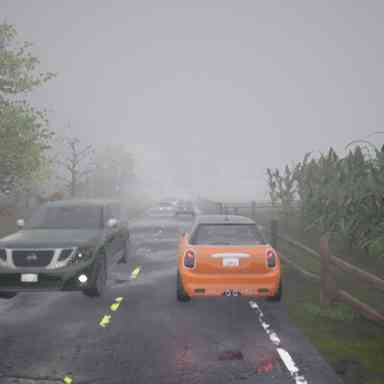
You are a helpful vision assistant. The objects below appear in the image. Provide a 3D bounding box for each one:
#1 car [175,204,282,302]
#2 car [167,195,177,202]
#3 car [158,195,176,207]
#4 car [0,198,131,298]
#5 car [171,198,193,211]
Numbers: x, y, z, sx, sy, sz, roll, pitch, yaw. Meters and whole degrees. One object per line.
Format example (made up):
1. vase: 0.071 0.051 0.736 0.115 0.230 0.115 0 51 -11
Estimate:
1. car: 0.716 1.350 8.437 2.097 1.767 4.553 0 0 -1
2. car: -4.340 1.378 72.496 1.882 1.535 5.008 0 0 -1
3. car: -3.943 1.503 49.889 2.033 1.411 5.357 0 0 -1
4. car: -3.044 1.220 8.870 2.150 2.045 5.566 0 0 -1
5. car: -0.641 1.530 31.340 2.033 1.411 5.357 0 0 -1
